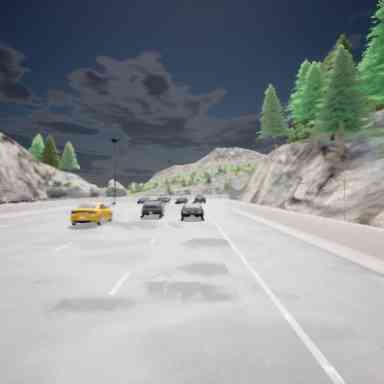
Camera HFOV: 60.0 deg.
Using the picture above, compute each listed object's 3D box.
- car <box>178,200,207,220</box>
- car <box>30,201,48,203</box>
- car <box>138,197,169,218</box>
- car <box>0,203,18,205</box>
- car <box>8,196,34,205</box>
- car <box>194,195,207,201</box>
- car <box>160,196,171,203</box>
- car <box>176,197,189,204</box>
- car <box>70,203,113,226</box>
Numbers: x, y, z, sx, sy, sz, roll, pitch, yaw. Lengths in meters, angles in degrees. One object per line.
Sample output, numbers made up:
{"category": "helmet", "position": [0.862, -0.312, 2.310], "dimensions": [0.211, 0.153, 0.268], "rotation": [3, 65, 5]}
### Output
{"category": "car", "position": [0.028, 1.600, 28.217], "dimensions": [1.895, 1.301, 4.718], "rotation": [0, 0, 0]}
{"category": "car", "position": [-27.225, 1.619, 59.582], "dimensions": [1.895, 1.301, 4.718], "rotation": [0, 0, 6]}
{"category": "car", "position": [-3.479, 1.507, 30.488], "dimensions": [1.837, 1.490, 4.892], "rotation": [0, 0, 0]}
{"category": "car", "position": [-21.133, 1.565, 35.563], "dimensions": [2.033, 1.411, 5.357], "rotation": [0, 0, 0]}
{"category": "car", "position": [-30.703, 1.510, 59.988], "dimensions": [1.837, 1.490, 4.892], "rotation": [0, 0, 5]}
{"category": "car", "position": [1.707, 1.348, 64.758], "dimensions": [2.097, 1.767, 4.553], "rotation": [0, 0, 8]}
{"category": "car", "position": [-5.401, 1.495, 64.504], "dimensions": [2.128, 1.511, 4.902], "rotation": [0, 0, 8]}
{"category": "car", "position": [-1.821, 1.564, 64.835], "dimensions": [1.994, 1.385, 4.181], "rotation": [0, 0, 8]}
{"category": "car", "position": [-6.961, 1.483, 23.530], "dimensions": [1.882, 1.535, 5.008], "rotation": [0, 0, 0]}
